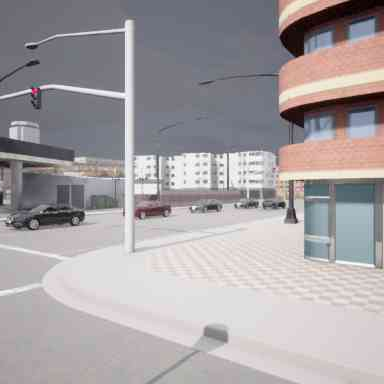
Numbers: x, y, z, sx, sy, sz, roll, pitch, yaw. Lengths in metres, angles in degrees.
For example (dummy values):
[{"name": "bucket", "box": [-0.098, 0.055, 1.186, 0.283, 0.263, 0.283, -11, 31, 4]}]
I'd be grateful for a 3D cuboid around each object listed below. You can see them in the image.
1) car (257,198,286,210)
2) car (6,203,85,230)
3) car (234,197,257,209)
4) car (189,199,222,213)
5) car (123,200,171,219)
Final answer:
[{"name": "car", "box": [10.822, 1.491, 43.734, 2.128, 1.511, 4.902, 0, 0, 35]}, {"name": "car", "box": [-9.163, 1.505, 21.211, 1.837, 1.490, 4.892, 0, 0, 34]}, {"name": "car", "box": [7.490, 1.491, 45.364, 2.128, 1.511, 4.902, 0, 0, 35]}, {"name": "car", "box": [1.581, 1.491, 36.838, 2.128, 1.511, 4.902, 0, 0, 35]}, {"name": "car", "box": [-3.838, 1.478, 28.991, 1.882, 1.535, 5.008, 0, 0, 34]}]
